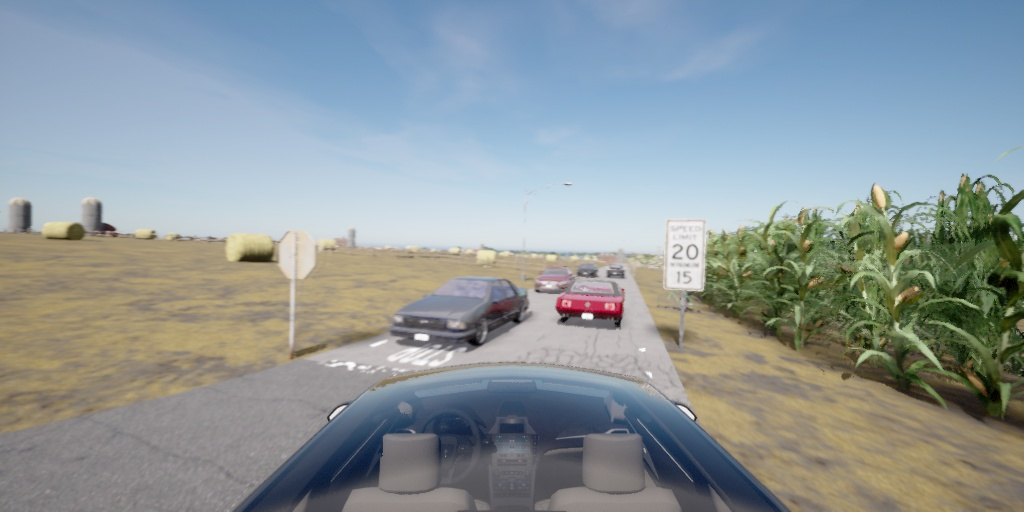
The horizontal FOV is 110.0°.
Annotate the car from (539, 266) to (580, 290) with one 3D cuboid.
[{"bbox_3d":[2.627,1.361,21.049,1.812,1.442,4.674,2,0,17],"label":"car"}]

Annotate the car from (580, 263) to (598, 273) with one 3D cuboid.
[{"bbox_3d":[8.148,1.513,38.535,1.882,1.535,5.008,2,-1,18],"label":"car"}]

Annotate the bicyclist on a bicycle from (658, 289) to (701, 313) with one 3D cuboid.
[{"bbox_3d":[6.897,1.474,14.726,1.656,1.620,0.582,4,1,17],"label":"bicyclist on a bicycle"}]

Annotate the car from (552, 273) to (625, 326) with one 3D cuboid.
[{"bbox_3d":[2.849,1.439,12.254,1.895,1.301,4.718,2,0,18],"label":"car"}]

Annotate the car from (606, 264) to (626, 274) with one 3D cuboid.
[{"bbox_3d":[11.497,1.637,39.662,2.128,1.511,4.902,2,0,18],"label":"car"}]

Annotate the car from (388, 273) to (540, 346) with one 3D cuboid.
[{"bbox_3d":[-0.970,1.269,9.725,2.033,1.411,5.357,2,0,18],"label":"car"}]
